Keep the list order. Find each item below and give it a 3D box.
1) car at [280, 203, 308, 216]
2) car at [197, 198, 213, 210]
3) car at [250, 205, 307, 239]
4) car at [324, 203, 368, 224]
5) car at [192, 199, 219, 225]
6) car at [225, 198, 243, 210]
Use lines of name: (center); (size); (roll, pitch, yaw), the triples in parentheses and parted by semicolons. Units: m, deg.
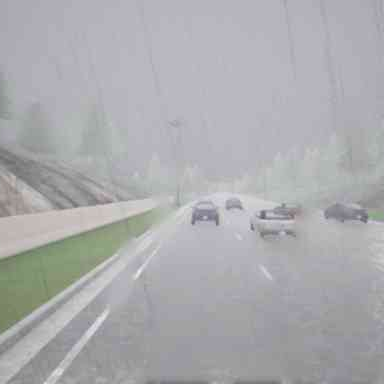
car: (8.095, 1.563, 27.808); (1.895, 1.301, 4.718); (0, 0, 2)
car: (1.605, 1.475, 41.576); (1.895, 1.301, 4.718); (0, 0, 2)
car: (4.206, 1.571, 17.368); (1.895, 1.301, 4.718); (0, 0, 2)
car: (11.495, 1.520, 25.013); (1.812, 1.442, 4.674); (0, 0, 2)
car: (0.944, 1.454, 23.600); (1.812, 1.442, 4.674); (0, 0, 2)
car: (5.068, 1.448, 40.629); (2.033, 1.411, 5.357); (0, 0, 2)
